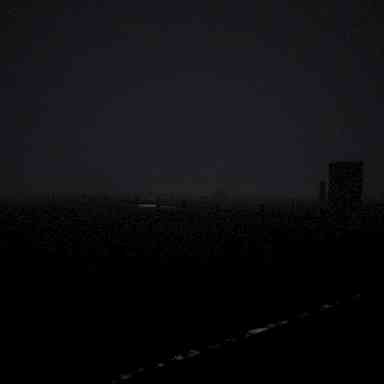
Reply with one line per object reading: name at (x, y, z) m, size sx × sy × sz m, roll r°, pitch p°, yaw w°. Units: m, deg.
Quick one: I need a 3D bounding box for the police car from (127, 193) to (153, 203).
police car at (-7.075, 0.895, 45.891) m, size 2.038 × 1.542 × 4.974 m, roll 1°, pitch 0°, yaw -36°
